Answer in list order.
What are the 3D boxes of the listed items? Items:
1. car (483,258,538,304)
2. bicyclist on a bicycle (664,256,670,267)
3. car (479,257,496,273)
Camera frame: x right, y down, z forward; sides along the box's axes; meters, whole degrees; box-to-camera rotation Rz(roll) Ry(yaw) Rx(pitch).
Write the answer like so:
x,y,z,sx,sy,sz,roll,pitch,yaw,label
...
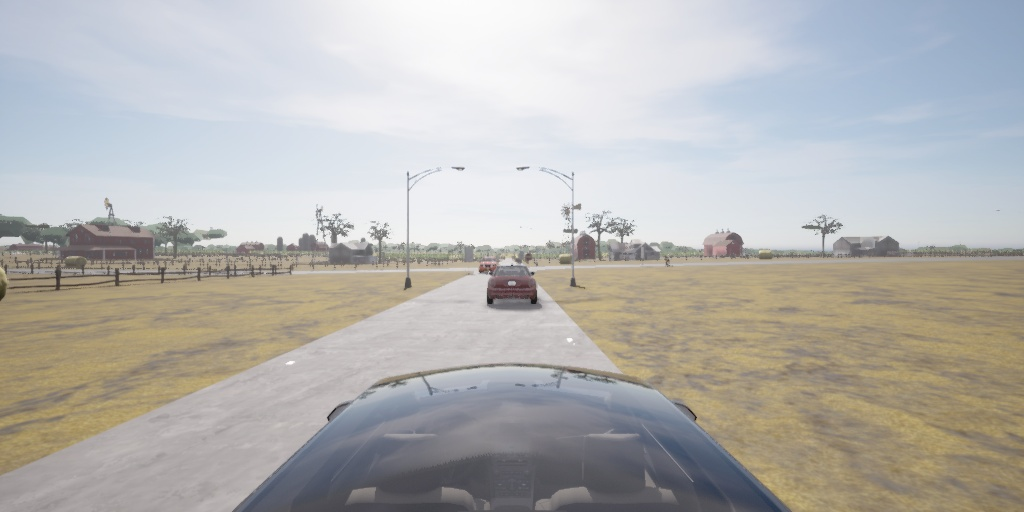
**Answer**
x,y,z,sx,sy,sz,roll,pitch,yaw,label
0.001,1.113,16.473,2.097,1.767,4.553,0,0,0,car
22.848,0.780,52.891,0.582,1.620,1.656,-1,0,0,bicyclist on a bicycle
-2.749,1.095,43.556,2.150,2.045,5.566,0,0,0,car
